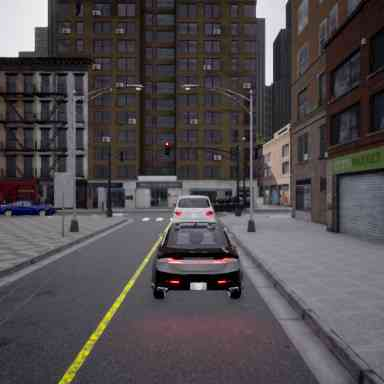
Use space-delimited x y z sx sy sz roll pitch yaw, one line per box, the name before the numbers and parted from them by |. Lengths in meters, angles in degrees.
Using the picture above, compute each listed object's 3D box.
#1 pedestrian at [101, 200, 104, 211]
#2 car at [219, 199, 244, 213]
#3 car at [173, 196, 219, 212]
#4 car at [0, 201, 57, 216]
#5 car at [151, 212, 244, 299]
pedestrian | -10.174 1.496 37.960 0.375 1.300 0.375 0 0 -1
car | 2.909 1.457 33.861 4.892 1.490 1.837 -1 -1 -20
car | 0.092 1.214 18.894 2.150 2.045 5.566 0 0 0
car | -15.487 1.576 31.649 5.008 1.535 1.882 0 0 -2
car | 0.097 1.490 8.440 2.128 1.511 4.902 0 0 0
